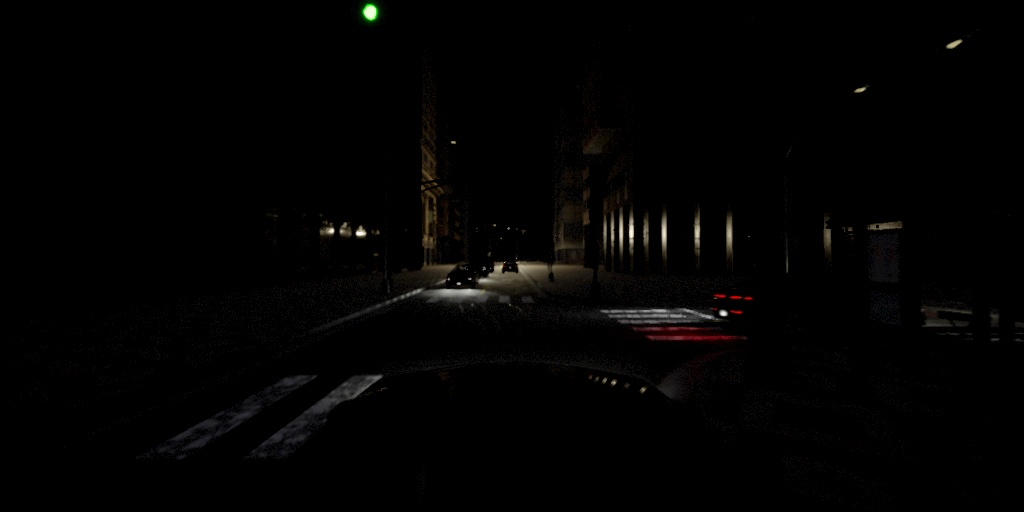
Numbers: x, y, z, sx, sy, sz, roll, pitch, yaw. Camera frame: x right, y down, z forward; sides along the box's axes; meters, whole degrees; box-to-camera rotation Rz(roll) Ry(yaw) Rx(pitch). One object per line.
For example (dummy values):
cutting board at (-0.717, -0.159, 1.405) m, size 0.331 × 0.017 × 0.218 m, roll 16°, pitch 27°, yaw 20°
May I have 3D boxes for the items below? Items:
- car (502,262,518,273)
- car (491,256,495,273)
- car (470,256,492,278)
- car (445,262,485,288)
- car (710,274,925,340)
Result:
car at (-0.222, 1.369, 44.546) m, size 1.994 × 1.385 × 4.181 m, roll 0°, pitch 0°, yaw 0°
car at (-3.380, 1.019, 44.901) m, size 2.150 × 2.045 × 5.566 m, roll 0°, pitch 0°, yaw 1°
car at (-3.336, 1.136, 34.467) m, size 2.097 × 1.767 × 4.553 m, roll 0°, pitch 0°, yaw 0°
car at (-3.273, 1.319, 24.649) m, size 2.033 × 1.411 × 5.357 m, roll 0°, pitch 0°, yaw 0°
car at (7.802, 1.205, 9.348) m, size 4.892 × 1.490 × 1.837 m, roll 0°, pitch -3°, yaw -4°
